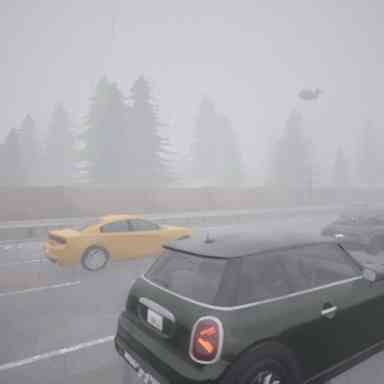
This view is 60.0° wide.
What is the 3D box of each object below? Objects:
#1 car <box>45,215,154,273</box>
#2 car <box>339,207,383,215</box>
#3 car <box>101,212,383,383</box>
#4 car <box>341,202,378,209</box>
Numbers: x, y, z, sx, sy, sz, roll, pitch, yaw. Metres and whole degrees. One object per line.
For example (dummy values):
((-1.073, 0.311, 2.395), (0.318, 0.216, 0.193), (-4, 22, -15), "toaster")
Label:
((-2.071, 1.479, 10.873), (5.008, 1.535, 1.882), (-1, 0, -36), "car")
((6.908, 1.509, 12.990), (4.181, 1.385, 1.994), (0, 0, -36), "car")
((1.342, 1.339, 4.709), (4.553, 1.767, 2.097), (0, 0, -36), "car")
((13.522, 1.454, 26.351), (4.181, 1.385, 1.994), (0, 0, -36), "car")
